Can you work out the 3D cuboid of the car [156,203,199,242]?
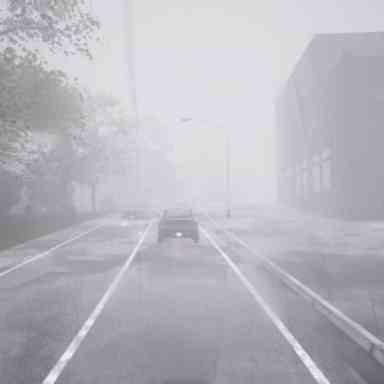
[{"bbox_3d":[-0.689,1.504,16.282,1.837,1.490,4.892,0,0,-3],"label":"car"}]

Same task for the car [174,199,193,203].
[{"bbox_3d":[-0.871,1.433,34.382,1.812,1.442,4.674,-1,0,4],"label":"car"}]

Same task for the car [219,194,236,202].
[{"bbox_3d":[7.150,1.255,66.625,1.837,1.490,4.892,-4,-1,35],"label":"car"}]

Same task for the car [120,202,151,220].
[{"bbox_3d":[-4.590,1.508,27.803,2.033,1.411,5.357,0,0,0],"label":"car"}]
